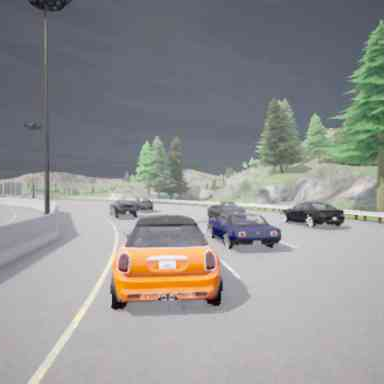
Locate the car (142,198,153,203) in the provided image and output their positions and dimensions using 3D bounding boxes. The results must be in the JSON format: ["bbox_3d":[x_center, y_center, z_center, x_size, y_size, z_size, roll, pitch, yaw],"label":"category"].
[{"bbox_3d":[-5.780,1.376,36.800,2.128,1.511,4.902,0,0,-27],"label":"car"}]

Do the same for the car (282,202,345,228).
[{"bbox_3d":[7.547,1.358,21.313,1.882,1.535,5.008,0,0,-13],"label":"car"}]

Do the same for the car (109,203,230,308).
[{"bbox_3d":[-0.637,1.323,8.092,2.097,1.767,4.553,0,0,-5],"label":"car"}]

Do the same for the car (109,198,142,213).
[{"bbox_3d":[-6.081,1.420,29.192,1.837,1.490,4.892,0,0,-21],"label":"car"}]

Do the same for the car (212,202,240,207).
[{"bbox_3d":[2.578,1.451,25.804,1.994,1.385,4.181,0,0,-17],"label":"car"}]

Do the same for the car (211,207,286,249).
[{"bbox_3d":[1.990,1.536,14.181,1.895,1.301,4.718,0,0,-10],"label":"car"}]
